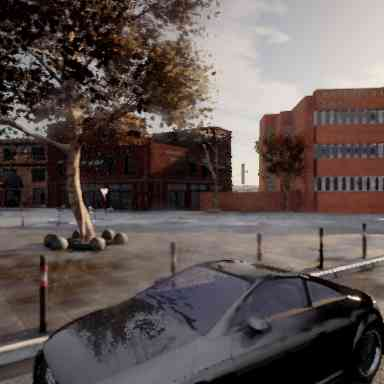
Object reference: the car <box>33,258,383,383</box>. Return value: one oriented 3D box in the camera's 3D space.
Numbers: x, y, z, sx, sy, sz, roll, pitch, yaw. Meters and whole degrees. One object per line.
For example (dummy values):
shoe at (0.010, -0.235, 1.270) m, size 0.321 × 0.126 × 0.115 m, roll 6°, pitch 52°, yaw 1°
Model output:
car at (0.431, 1.568, 3.914) m, size 4.181 × 1.385 × 1.994 m, roll 0°, pitch 0°, yaw -35°
